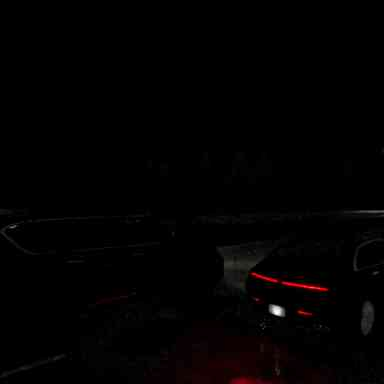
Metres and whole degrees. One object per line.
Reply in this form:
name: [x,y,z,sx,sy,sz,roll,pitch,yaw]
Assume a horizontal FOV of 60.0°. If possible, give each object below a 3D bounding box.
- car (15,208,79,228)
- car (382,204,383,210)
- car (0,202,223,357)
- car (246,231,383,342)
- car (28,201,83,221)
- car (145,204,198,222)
car: [-11.101,1.960,25.774,4.181,1.385,1.994,0,-1,-8]
car: [28.168,1.758,45.576,4.902,1.511,2.128,0,-1,-26]
car: [-1.758,1.313,6.521,2.150,2.045,5.566,0,0,45]
car: [3.118,1.557,6.661,4.892,1.490,1.837,0,-1,-41]
car: [-13.253,1.843,32.513,4.553,1.767,2.097,0,-1,-8]
car: [-1.946,1.894,30.673,4.674,1.442,1.812,0,-1,-11]
